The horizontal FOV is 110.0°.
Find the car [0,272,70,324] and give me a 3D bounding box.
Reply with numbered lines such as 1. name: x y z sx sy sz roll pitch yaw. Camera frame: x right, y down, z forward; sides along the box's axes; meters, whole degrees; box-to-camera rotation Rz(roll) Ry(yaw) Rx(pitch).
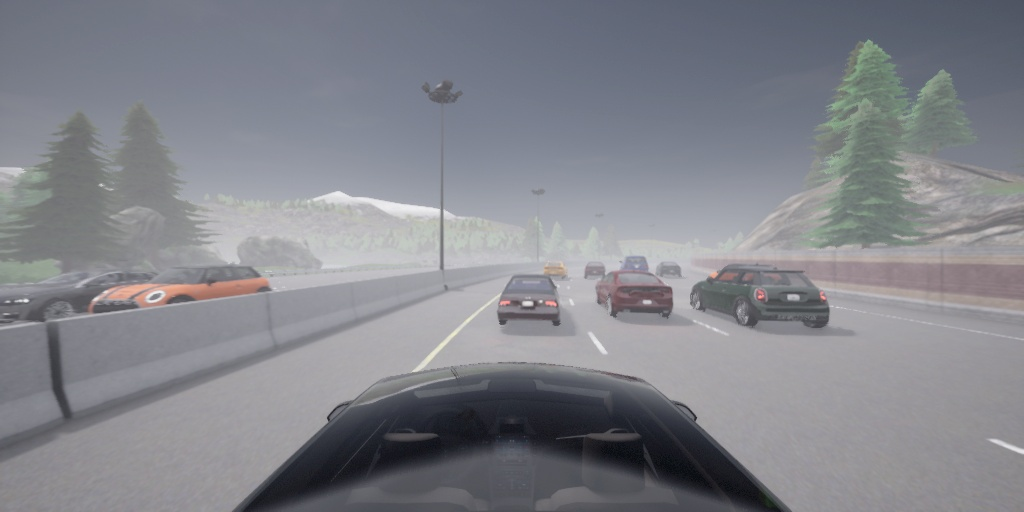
1. car: -13.570 1.190 11.662 2.128 1.511 4.902 0 0 4

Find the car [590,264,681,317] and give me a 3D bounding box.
1. car: 4.300 1.245 13.287 1.882 1.535 5.008 0 0 5

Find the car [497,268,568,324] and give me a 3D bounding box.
1. car: 0.631 1.300 11.931 2.033 1.411 5.357 0 0 5

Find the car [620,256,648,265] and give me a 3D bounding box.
1. car: 11.229 1.016 32.996 2.150 2.045 5.566 0 0 14

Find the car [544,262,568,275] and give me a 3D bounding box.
1. car: 4.076 1.244 33.121 1.882 1.535 5.008 0 0 13

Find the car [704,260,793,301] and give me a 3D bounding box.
1. car: 12.000 1.149 18.653 2.097 1.767 4.553 0 0 8

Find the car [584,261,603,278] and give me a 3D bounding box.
1. car: 7.953 1.259 34.190 1.882 1.535 5.008 0 0 14

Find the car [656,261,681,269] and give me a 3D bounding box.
1. car: 15.759 1.289 36.274 1.882 1.535 5.008 0 0 16

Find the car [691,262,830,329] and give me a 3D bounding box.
1. car: 7.683 1.132 11.692 2.097 1.767 4.553 0 0 5

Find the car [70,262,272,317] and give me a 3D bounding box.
1. car: -10.070 1.064 11.411 2.097 1.767 4.553 0 0 4
